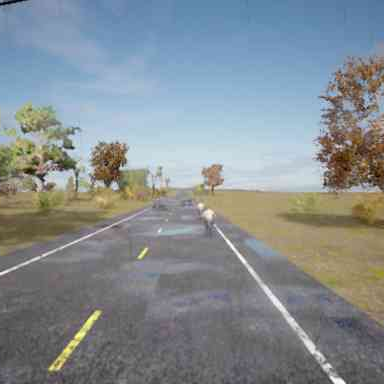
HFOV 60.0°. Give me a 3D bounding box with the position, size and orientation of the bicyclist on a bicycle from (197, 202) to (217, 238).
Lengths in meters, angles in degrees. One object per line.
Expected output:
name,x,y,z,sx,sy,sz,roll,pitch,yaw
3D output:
bicyclist on a bicycle,0.869,1.472,16.947,0.866,1.612,1.509,0,0,-1

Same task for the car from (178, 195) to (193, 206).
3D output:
car,-0.880,1.602,55.573,2.128,1.511,4.902,0,0,-1

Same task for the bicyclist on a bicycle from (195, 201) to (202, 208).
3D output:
bicyclist on a bicycle,0.706,1.492,26.973,0.866,1.612,1.509,0,0,-1

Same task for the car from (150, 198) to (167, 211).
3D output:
car,-4.249,1.595,43.083,1.837,1.490,4.892,0,0,-1

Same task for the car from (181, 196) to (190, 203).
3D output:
car,-1.435,1.695,73.768,1.994,1.385,4.181,0,0,-1
